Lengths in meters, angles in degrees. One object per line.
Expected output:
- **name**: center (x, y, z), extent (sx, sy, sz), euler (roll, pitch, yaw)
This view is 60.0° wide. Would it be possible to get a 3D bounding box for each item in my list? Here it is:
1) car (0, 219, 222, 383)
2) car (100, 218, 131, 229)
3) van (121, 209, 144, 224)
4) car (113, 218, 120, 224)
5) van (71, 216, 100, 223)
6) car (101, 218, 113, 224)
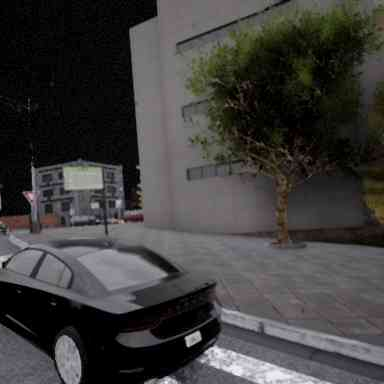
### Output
- **car**: center (-1.859, 1.455, 5.350), extent (5.008, 1.535, 1.882), euler (1, 1, 41)
- **car**: center (-13.951, 5.767, 60.321), extent (5.366, 1.575, 1.946), euler (-7, -8, 24)
- **van**: center (-7.045, 3.367, 45.242), extent (4.442, 1.987, 1.878), euler (-7, -7, 24)
- **car**: center (-14.970, 5.375, 57.603), extent (4.553, 1.767, 2.185), euler (-7, -7, 24)
- **van**: center (-17.414, 4.846, 52.627), extent (4.442, 1.987, 1.878), euler (-7, -7, 24)
- **car**: center (-16.151, 5.271, 55.074), extent (5.008, 1.535, 2.097), euler (-7, -7, 24)
